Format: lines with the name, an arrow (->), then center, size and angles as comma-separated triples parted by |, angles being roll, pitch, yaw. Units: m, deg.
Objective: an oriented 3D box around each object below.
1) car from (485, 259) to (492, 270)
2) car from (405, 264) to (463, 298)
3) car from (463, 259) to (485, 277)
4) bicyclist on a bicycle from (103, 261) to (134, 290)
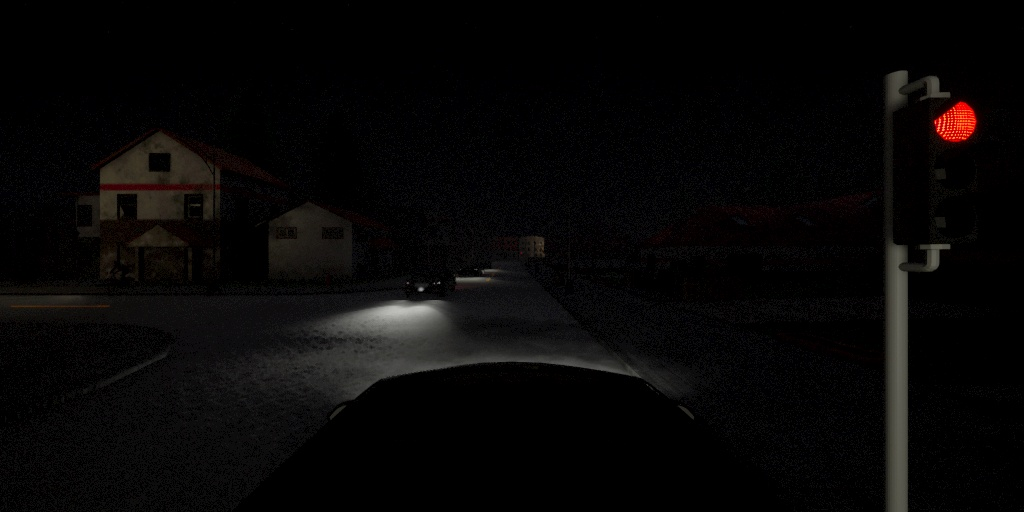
car -> -4.077, 1.228, 53.665 | 1.882, 1.535, 5.008 | 0, 0, 0
car -> -4.097, 1.242, 18.600 | 2.128, 1.511, 4.902 | 0, 0, 0
car -> -4.105, 1.228, 35.802 | 1.882, 1.535, 5.008 | 0, 0, 1
bicyclist on a bicycle -> -22.538, 1.099, 20.572 | 0.582, 1.620, 1.656 | 0, 0, 0
